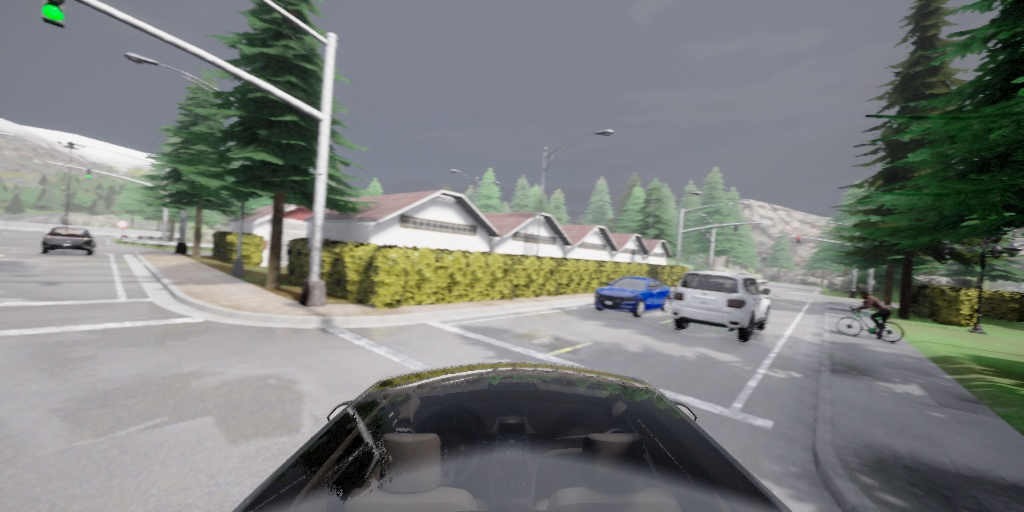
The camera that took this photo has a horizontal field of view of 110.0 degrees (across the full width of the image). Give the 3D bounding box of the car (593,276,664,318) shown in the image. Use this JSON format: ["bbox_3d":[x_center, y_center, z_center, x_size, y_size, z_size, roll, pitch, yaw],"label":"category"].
[{"bbox_3d":[5.437,1.668,15.853,1.882,1.535,5.008,5,1,41],"label":"car"}]

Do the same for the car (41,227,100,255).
[{"bbox_3d":[-25.828,-0.931,21.020,4.902,1.511,2.128,5,1,42],"label":"car"}]

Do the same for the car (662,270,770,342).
[{"bbox_3d":[7.521,1.596,12.702,2.150,2.045,5.566,5,1,42],"label":"car"}]

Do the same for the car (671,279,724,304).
[{"bbox_3d":[12.382,2.249,23.752,1.895,1.301,4.718,5,1,42],"label":"car"}]

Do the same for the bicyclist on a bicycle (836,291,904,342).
[{"bbox_3d":[12.203,2.036,12.228,1.656,1.620,0.582,4,0,41],"label":"bicyclist on a bicycle"}]
